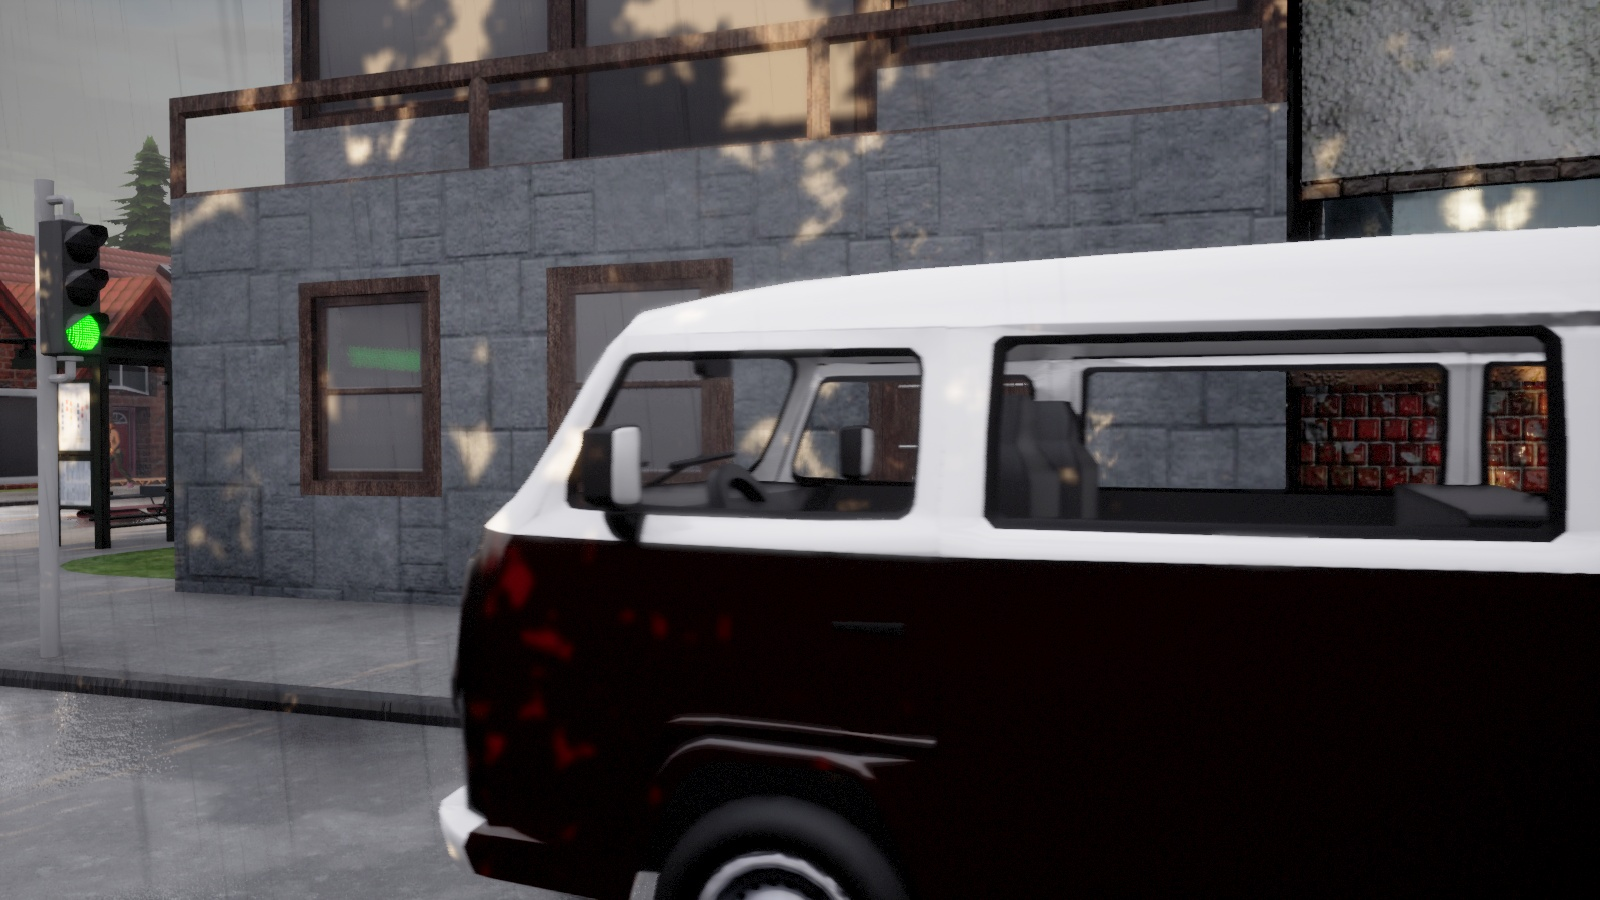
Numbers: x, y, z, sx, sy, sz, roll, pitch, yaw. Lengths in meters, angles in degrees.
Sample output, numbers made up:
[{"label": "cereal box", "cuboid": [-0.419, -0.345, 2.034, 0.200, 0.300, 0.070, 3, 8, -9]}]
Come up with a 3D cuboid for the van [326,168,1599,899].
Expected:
[{"label": "van", "cuboid": [1.278, 0.504, 3.344, 4.480, 2.038, 2.069, 1, 1, 20]}]
